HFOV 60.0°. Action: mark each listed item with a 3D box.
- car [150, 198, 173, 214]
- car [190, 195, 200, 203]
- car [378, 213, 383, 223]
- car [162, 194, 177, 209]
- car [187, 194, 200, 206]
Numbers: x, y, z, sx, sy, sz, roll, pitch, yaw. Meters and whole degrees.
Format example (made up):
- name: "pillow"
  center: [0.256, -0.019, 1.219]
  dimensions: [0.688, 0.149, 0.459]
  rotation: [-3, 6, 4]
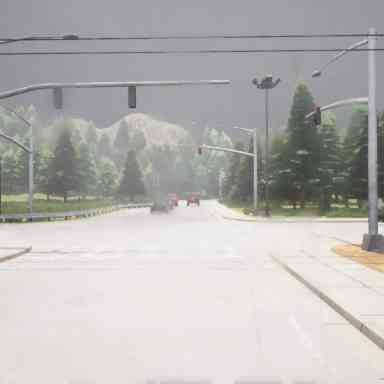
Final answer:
- name: "car"
  center: [-3.573, 1.716, 37.566]
  dimensions: [1.895, 1.301, 4.718]
  rotation: [0, 0, 0]
- name: "car"
  center: [0.636, 1.537, 73.380]
  dimensions: [2.097, 1.767, 4.553]
  rotation: [0, 0, 2]
- name: "car"
  center: [15.196, 1.554, 22.024]
  dimensions: [5.357, 1.411, 2.033]
  rotation: [0, 0, 1]
- name: "car"
  center: [-3.554, 1.485, 44.688]
  dimensions: [2.097, 1.767, 4.553]
  rotation: [0, 0, 0]
- name: "car"
  center: [0.282, 1.374, 60.006]
  dimensions: [2.150, 2.045, 5.566]
  rotation: [0, 0, 2]
